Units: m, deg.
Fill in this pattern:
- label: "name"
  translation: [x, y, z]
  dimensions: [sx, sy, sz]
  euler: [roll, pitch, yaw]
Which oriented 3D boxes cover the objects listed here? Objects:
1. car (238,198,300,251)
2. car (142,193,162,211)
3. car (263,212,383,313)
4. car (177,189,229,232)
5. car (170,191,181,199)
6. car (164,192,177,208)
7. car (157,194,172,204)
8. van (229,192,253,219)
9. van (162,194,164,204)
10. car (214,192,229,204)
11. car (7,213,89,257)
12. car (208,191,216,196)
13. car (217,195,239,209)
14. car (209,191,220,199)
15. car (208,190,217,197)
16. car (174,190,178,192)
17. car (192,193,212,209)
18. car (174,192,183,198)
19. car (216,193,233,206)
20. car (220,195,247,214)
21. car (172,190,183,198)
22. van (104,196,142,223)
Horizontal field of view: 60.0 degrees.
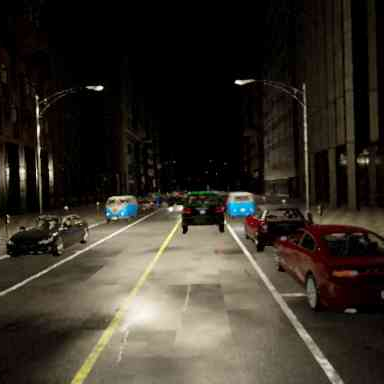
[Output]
- label: "car"
  translation: [3.126, 1.180, 12.760]
  dimensions: [1.967, 1.590, 4.097]
  euler: [-2, 1, 2]
- label: "car"
  translation: [-4.775, 1.158, 35.416]
  dimensions: [1.967, 1.590, 4.097]
  euler: [-2, 1, 2]
- label: "car"
  translation: [2.975, 1.358, 7.155]
  dimensions: [1.887, 1.381, 4.507]
  euler: [-2, 1, 2]
- label: "car"
  translation: [0.592, 0.977, 18.363]
  dimensions: [2.150, 2.045, 5.566]
  euler: [-2, 1, 2]
- label: "car"
  translation: [-3.694, 0.670, 74.664]
  dimensions: [1.967, 1.590, 4.097]
  euler: [-2, 1, 2]
- label: "car"
  translation: [-1.861, 1.106, 40.789]
  dimensions: [2.033, 1.411, 5.357]
  euler: [-2, 1, 2]
- label: "car"
  translation: [-4.314, 1.030, 52.067]
  dimensions: [1.752, 1.417, 4.829]
  euler: [-2, 1, 2]
- label: "van"
  translation: [3.431, 0.933, 23.971]
  dimensions: [1.690, 1.788, 3.998]
  euler: [-2, 1, 2]
- label: "van"
  translation: [-4.624, 0.986, 41.022]
  dimensions: [1.690, 1.788, 3.998]
  euler: [-2, 1, 2]
- label: "car"
  translation: [4.058, 0.822, 46.570]
  dimensions: [1.752, 1.417, 4.829]
  euler: [-2, 1, 2]
- label: "car"
  translation: [-5.389, 1.563, 12.990]
  dimensions: [2.008, 1.369, 4.403]
  euler: [-2, 1, 2]
- label: "car"
  translation: [5.137, 0.404, 85.646]
  dimensions: [1.802, 1.307, 4.206]
  euler: [-2, 1, 2]
- label: "car"
  translation: [3.747, 1.011, 35.188]
  dimensions: [1.947, 1.339, 4.313]
  euler: [-2, 1, 2]
- label: "car"
  translation: [4.672, 0.576, 68.826]
  dimensions: [2.008, 1.369, 4.403]
  euler: [-2, 1, 2]
- label: "car"
  translation: [4.977, 0.330, 80.038]
  dimensions: [1.967, 1.590, 4.097]
  euler: [-2, 1, 2]
- label: "car"
  translation: [-3.845, 0.864, 69.058]
  dimensions: [1.947, 1.339, 4.313]
  euler: [-2, 1, 2]
- label: "car"
  translation: [1.135, 0.991, 37.625]
  dimensions: [2.128, 1.511, 4.902]
  euler: [-2, 1, 2]
- label: "car"
  translation: [-3.382, 0.646, 85.879]
  dimensions: [2.008, 1.369, 4.403]
  euler: [-2, 1, 2]
- label: "car"
  translation: [3.904, 0.895, 40.964]
  dimensions: [1.752, 1.417, 4.829]
  euler: [-2, 1, 2]
- label: "car"
  translation: [3.592, 1.063, 29.581]
  dimensions: [1.887, 1.381, 4.507]
  euler: [-2, 1, 2]
- label: "car"
  translation: [-3.544, 0.477, 80.270]
  dimensions: [2.192, 1.841, 5.009]
  euler: [-2, 1, 2]
- label: "van"
  translation: [-5.087, 1.206, 24.201]
  dimensions: [1.690, 1.788, 3.998]
  euler: [-2, 1, 2]
